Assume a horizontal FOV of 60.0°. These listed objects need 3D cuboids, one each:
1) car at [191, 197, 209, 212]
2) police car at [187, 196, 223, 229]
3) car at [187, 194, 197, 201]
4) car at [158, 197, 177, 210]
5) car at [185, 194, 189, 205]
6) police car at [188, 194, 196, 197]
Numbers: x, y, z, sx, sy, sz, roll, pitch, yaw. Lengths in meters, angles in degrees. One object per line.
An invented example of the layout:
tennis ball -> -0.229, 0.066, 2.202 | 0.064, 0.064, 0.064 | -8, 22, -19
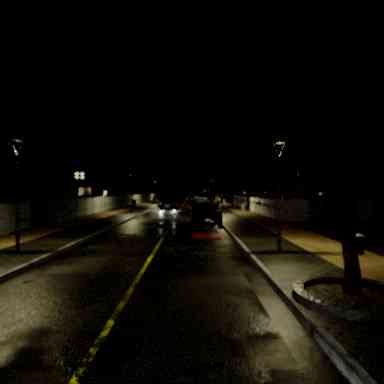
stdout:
car -> 0.821, 1.335, 36.759 | 1.837, 1.490, 4.892 | 0, 0, 0
police car -> 0.823, 1.315, 20.867 | 1.930, 1.638, 5.238 | 0, 0, 0
car -> -0.005, 1.150, 72.178 | 1.994, 1.385, 4.181 | 0, 0, 0
car -> -2.846, 1.345, 39.882 | 1.812, 1.442, 4.674 | 0, 0, 0
car -> -0.005, 1.131, 55.220 | 2.097, 1.767, 4.553 | 0, 0, 0
police car -> 0.822, 1.275, 30.869 | 1.930, 1.638, 5.238 | 0, 0, 0
